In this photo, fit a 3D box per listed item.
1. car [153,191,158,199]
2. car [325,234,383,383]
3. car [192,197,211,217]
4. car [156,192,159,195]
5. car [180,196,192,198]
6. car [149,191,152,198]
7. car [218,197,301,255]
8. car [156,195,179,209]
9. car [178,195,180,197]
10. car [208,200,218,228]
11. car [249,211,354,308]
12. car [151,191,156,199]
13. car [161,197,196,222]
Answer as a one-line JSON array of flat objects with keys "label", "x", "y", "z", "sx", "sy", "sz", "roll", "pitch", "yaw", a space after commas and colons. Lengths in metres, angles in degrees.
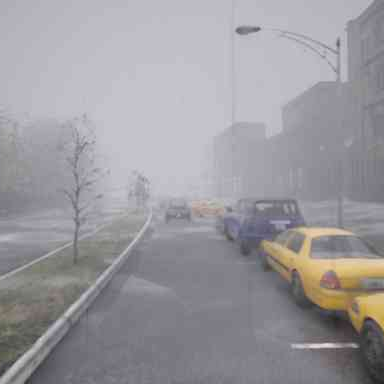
[{"label": "car", "x": -7.336, "y": 1.165, "z": 79.188, "sx": 2.163, "sy": 1.488, "sz": 4.792, "roll": 0, "pitch": 0, "yaw": -12}, {"label": "car", "x": 3.056, "y": 1.477, "z": 2.426, "sx": 1.946, "sy": 1.575, "sz": 5.366, "roll": 0, "pitch": 0, "yaw": 0}, {"label": "car", "x": 1.446, "y": 1.412, "z": 30.219, "sx": 1.946, "sy": 1.575, "sz": 5.366, "roll": 0, "pitch": 0, "yaw": -5}, {"label": "car", "x": -6.190, "y": 1.218, "z": 73.730, "sx": 2.002, "sy": 1.452, "sz": 4.674, "roll": 0, "pitch": 0, "yaw": -12}, {"label": "car", "x": 0.074, "y": 1.366, "z": 41.151, "sx": 1.946, "sy": 1.575, "sz": 5.366, "roll": 0, "pitch": 0, "yaw": -8}, {"label": "car", "x": -9.613, "y": 1.075, "z": 90.047, "sx": 2.163, "sy": 1.488, "sz": 4.792, "roll": 0, "pitch": 0, "yaw": -12}, {"label": "car", "x": 2.726, "y": 1.218, "z": 13.396, "sx": 2.435, "sy": 2.045, "sz": 5.566, "roll": 0, "pitch": 0, "yaw": -2}, {"label": "car", "x": -3.250, "y": 1.433, "z": 42.863, "sx": 1.994, "sy": 1.385, "sz": 4.181, "roll": 0, "pitch": 0, "yaw": -8}, {"label": "car", "x": -1.009, "y": 1.368, "z": 48.109, "sx": 2.163, "sy": 1.488, "sz": 4.792, "roll": 0, "pitch": 0, "yaw": -9}, {"label": "car", "x": 2.430, "y": 1.458, "z": 18.936, "sx": 2.231, "sy": 1.521, "sz": 4.892, "roll": 0, "pitch": 0, "yaw": -3}, {"label": "car", "x": 2.942, "y": 1.474, "z": 7.990, "sx": 1.946, "sy": 1.575, "sz": 5.366, "roll": 0, "pitch": 0, "yaw": -1}, {"label": "car", "x": -8.467, "y": 1.132, "z": 84.587, "sx": 2.002, "sy": 1.452, "sz": 4.674, "roll": 0, "pitch": 0, "yaw": -12}, {"label": "car", "x": -1.148, "y": 1.440, "z": 25.591, "sx": 2.128, "sy": 1.511, "sz": 4.902, "roll": 0, "pitch": 0, "yaw": -5}]
